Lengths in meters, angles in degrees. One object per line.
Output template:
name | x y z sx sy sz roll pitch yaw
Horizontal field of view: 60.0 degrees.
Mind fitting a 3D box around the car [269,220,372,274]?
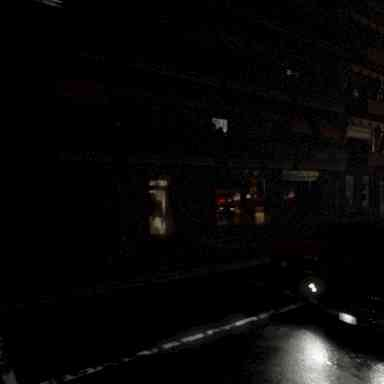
car | 4.105 1.529 9.509 4.507 1.381 1.887 0 -1 -36

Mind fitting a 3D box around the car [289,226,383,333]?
car | 4.537 1.534 6.612 5.357 1.411 2.033 0 0 -35
